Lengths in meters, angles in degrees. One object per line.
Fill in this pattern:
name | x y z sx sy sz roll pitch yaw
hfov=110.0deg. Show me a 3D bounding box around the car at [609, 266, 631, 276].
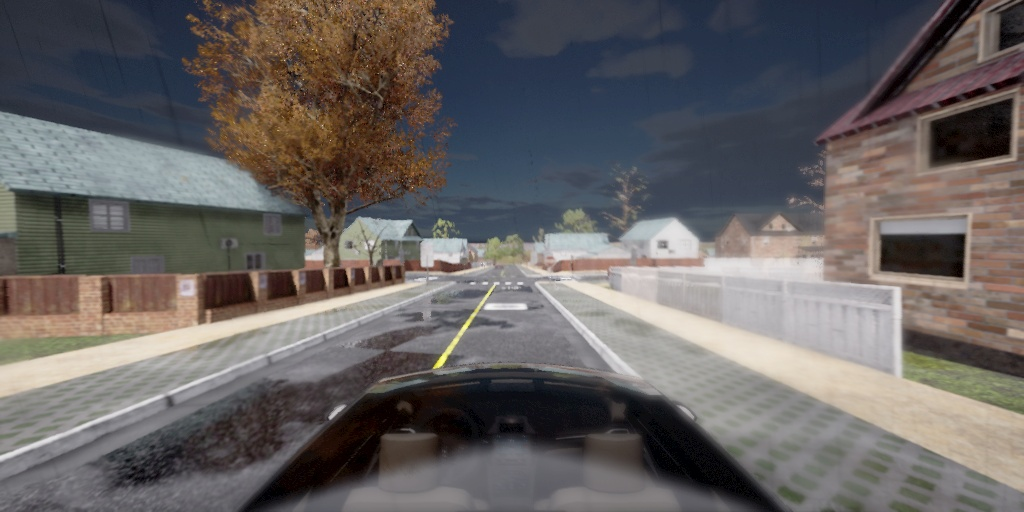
car | 12.133 1.699 35.712 4.718 1.301 1.895 0 2 -5
